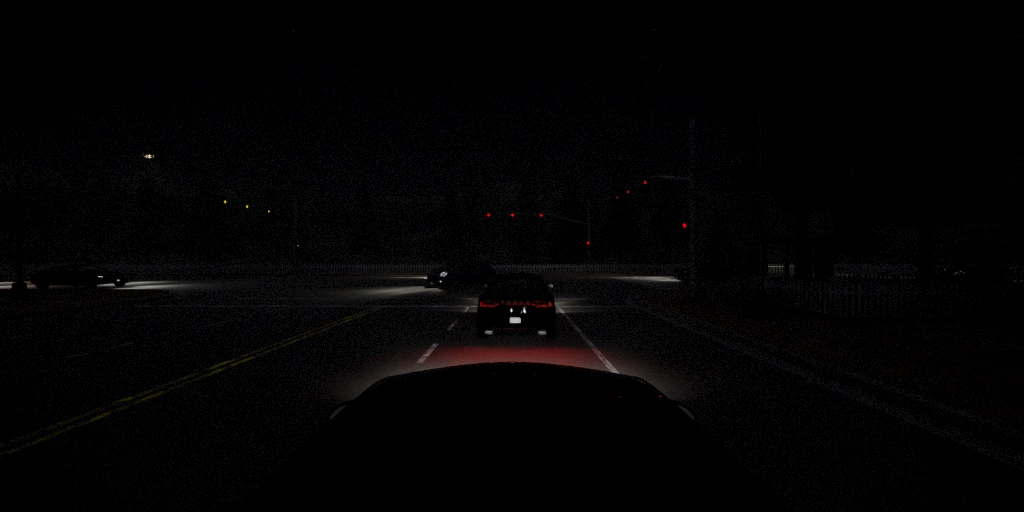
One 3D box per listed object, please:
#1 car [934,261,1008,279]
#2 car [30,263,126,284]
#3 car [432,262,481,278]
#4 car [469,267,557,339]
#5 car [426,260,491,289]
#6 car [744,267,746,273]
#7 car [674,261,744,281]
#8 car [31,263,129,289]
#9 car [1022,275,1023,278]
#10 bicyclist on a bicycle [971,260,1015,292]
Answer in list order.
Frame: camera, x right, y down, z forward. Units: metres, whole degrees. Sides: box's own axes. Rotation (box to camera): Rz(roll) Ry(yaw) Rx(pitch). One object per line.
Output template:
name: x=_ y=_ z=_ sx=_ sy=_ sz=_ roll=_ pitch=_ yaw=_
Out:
car: x=39.596 y=1.186 z=31.262 sx=4.902 sy=1.511 sz=2.128 roll=0 pitch=0 yaw=12
car: x=-30.823 y=1.220 z=25.566 sx=4.674 sy=1.442 sz=1.812 roll=0 pitch=0 yaw=0
car: x=-5.002 y=1.263 z=32.672 sx=4.181 sy=1.385 sz=1.994 roll=0 pitch=0 yaw=0
car: x=0.173 y=1.228 z=10.168 sx=1.882 sy=1.535 sz=5.008 roll=0 pitch=0 yaw=2
car: x=-3.227 y=1.080 z=23.222 sx=4.553 sy=1.767 sz=2.097 roll=0 pitch=0 yaw=-43
car: x=18.414 y=1.183 z=32.506 sx=4.902 sy=1.511 sz=2.128 roll=0 pitch=0 yaw=1
car: x=15.664 y=1.220 z=29.042 sx=4.674 sy=1.442 sz=1.812 roll=0 pitch=0 yaw=1
car: x=-26.580 y=1.220 z=22.081 sx=4.674 sy=1.442 sz=1.812 roll=0 pitch=0 yaw=0
car: x=42.773 y=1.242 z=26.938 sx=5.357 sy=1.411 sz=2.033 roll=0 pitch=0 yaw=18
bicyclist on a bicycle: x=22.821 y=0.995 z=17.030 sx=0.582 sy=1.620 sz=1.656 roll=0 pitch=0 yaw=0
